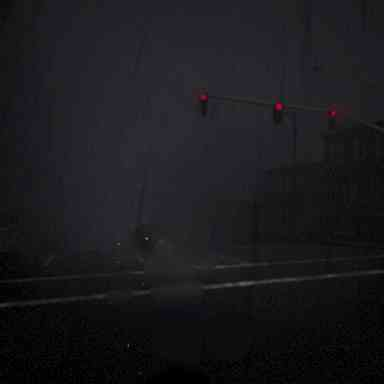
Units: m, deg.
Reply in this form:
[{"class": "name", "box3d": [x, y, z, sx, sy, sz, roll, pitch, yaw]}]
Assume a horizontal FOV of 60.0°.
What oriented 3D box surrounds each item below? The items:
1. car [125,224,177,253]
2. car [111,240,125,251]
[{"class": "car", "box3d": [-2.305, 2.625, 19.224, 2.128, 1.511, 4.902, 1, -6, -19]}, {"class": "car", "box3d": [-6.262, 5.068, 30.567, 1.895, 1.301, 4.718, 1, -14, -19]}]
